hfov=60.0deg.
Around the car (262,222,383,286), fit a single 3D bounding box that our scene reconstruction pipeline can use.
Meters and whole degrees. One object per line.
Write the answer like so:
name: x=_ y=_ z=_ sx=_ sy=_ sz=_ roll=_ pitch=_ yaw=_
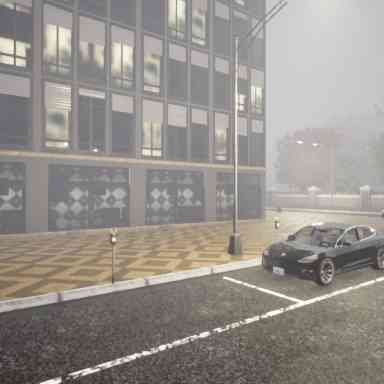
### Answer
car: x=3.896 y=1.562 z=9.423 sx=4.313 sy=1.339 sz=1.947 roll=0 pitch=0 yaw=-35
